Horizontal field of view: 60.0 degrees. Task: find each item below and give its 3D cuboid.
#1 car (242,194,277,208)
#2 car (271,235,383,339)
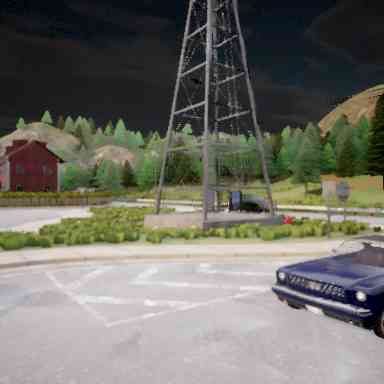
[{"bbox_3d":[6.308,1.247,34.889,2.150,2.045,5.566,0,0,-34],"label":"car"},{"bbox_3d":[3.793,1.608,6.677,4.718,1.301,1.895,0,0,-35],"label":"car"}]
